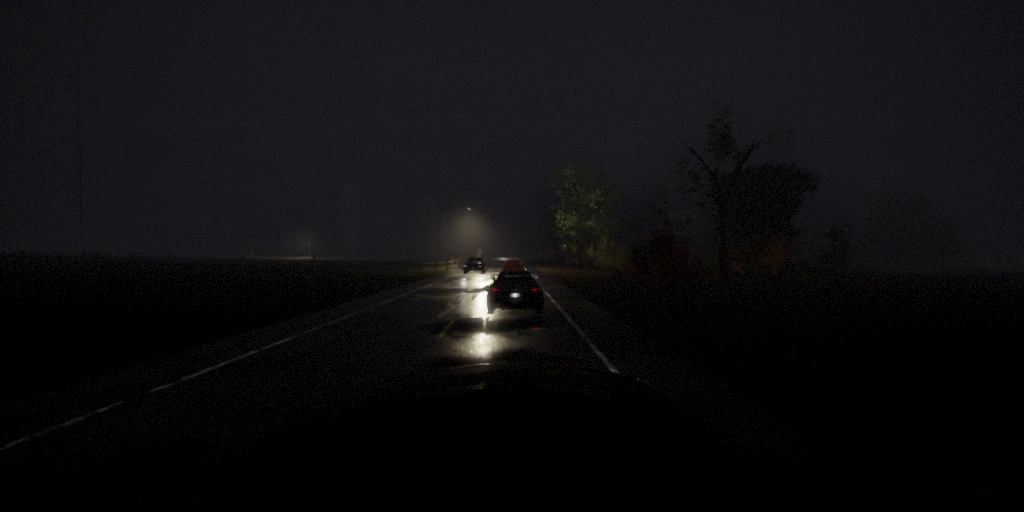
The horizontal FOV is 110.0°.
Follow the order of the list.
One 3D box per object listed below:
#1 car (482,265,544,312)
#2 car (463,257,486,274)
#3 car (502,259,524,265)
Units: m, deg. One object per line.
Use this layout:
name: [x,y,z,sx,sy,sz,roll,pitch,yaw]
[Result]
car: [0.105,1.226,13.640,1.994,1.385,4.181,0,0,0]
car: [-3.490,0.818,34.269,1.837,1.490,4.892,0,0,0]
car: [0.110,1.001,32.614,1.882,1.535,5.008,0,0,0]
